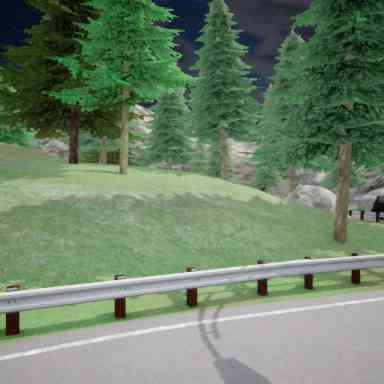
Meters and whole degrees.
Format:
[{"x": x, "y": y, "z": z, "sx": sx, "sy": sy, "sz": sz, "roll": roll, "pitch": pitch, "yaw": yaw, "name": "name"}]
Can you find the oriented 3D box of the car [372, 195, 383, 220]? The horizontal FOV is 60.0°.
[{"x": 16.398, "y": 1.233, "z": 25.128, "sx": 2.150, "sy": 2.045, "sz": 5.566, "roll": 0, "pitch": 0, "yaw": -19, "name": "car"}]
